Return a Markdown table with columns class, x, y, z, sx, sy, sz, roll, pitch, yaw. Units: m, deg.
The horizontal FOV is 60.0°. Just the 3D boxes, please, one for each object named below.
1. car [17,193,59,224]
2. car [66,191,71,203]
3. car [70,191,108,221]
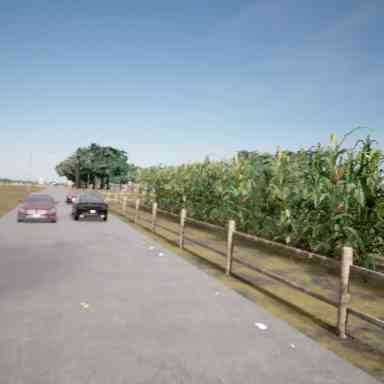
| class | x | y | z | sx | sy | sz | roll | pitch | yaw |
| --- | --- | --- | --- | --- | --- | --- | --- | --- | --- |
| car | -8.397 | 0.813 | 18.313 | 1.812 | 1.442 | 4.674 | 3 | 1 | -22 |
| car | -12.174 | 0.514 | 34.966 | 1.895 | 1.301 | 4.718 | 3 | 0 | -22 |
| car | -6.461 | 0.868 | 20.968 | 1.882 | 1.535 | 5.008 | 3 | 0 | -22 |
